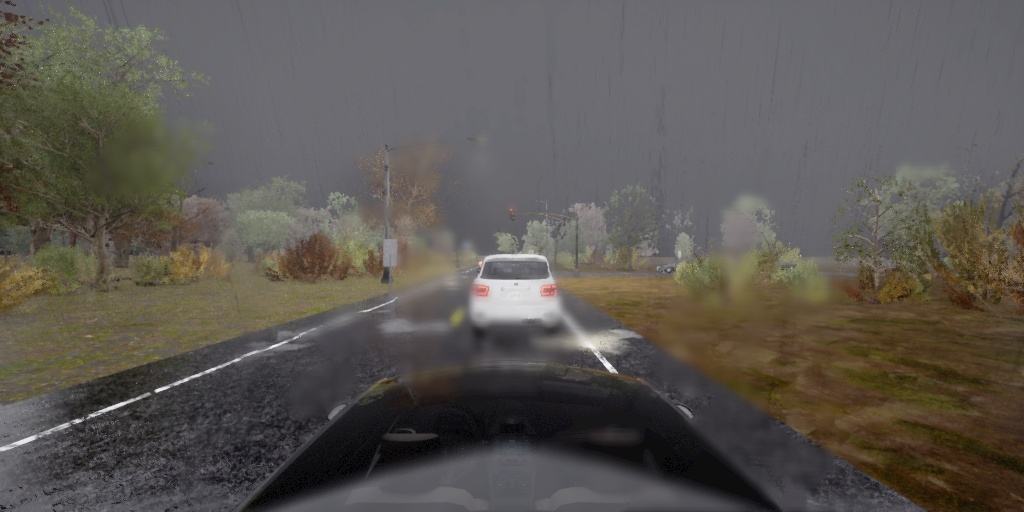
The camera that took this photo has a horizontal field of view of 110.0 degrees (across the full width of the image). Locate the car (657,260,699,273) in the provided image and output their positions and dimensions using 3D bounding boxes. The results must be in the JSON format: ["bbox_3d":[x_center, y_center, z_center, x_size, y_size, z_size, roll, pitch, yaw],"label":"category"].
[{"bbox_3d":[19.370,1.255,41.609,4.902,1.511,2.128,0,0,1],"label":"car"}]

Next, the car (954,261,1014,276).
[{"bbox_3d":[49.073,1.279,37.107,4.902,1.511,2.128,0,0,5],"label":"car"}]

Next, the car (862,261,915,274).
[{"bbox_3d":[42.668,1.271,40.717,4.902,1.511,2.128,0,0,4],"label":"car"}]

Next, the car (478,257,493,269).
[{"bbox_3d":[-4.205,1.104,57.563,2.097,1.767,4.553,0,0,-2],"label":"car"}]

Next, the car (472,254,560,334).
[{"bbox_3d":[0.088,0.971,10.744,2.150,2.045,5.566,0,0,0],"label":"car"}]

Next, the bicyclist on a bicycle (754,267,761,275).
[{"bbox_3d":[24.018,1.223,35.229,0.582,1.620,1.656,0,0,1],"label":"bicyclist on a bicycle"}]

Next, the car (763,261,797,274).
[{"bbox_3d":[29.931,1.248,41.364,5.008,1.535,1.882,0,0,2],"label":"car"}]
